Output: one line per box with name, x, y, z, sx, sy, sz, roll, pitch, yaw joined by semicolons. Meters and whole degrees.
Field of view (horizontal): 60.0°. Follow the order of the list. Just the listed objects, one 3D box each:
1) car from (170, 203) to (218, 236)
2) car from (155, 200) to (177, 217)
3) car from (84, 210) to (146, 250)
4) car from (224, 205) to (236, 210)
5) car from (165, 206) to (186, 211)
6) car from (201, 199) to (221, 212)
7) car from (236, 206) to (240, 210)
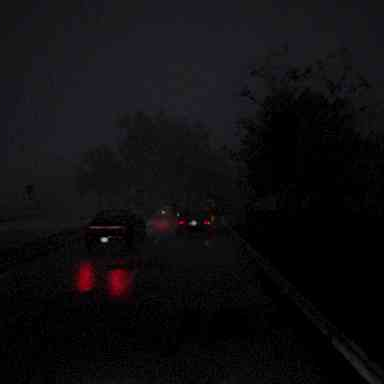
car;0.117;1.560;18.632;2.033;1.411;5.357;0;0;1
car;-2.173;1.534;31.532;1.837;1.490;4.892;-1;0;8
car;-3.144;1.501;14.365;2.128;1.511;4.902;0;0;0
car;7.453;3.907;80.484;2.033;1.411;5.357;3;-5;-41
car;-4.435;4.501;89.980;5.357;1.411;2.033;0;-3;5
car;1.981;1.472;36.182;1.882;1.535;5.008;-1;0;12
car;9.761;4.102;82.780;1.812;1.442;4.674;3;-5;-41
